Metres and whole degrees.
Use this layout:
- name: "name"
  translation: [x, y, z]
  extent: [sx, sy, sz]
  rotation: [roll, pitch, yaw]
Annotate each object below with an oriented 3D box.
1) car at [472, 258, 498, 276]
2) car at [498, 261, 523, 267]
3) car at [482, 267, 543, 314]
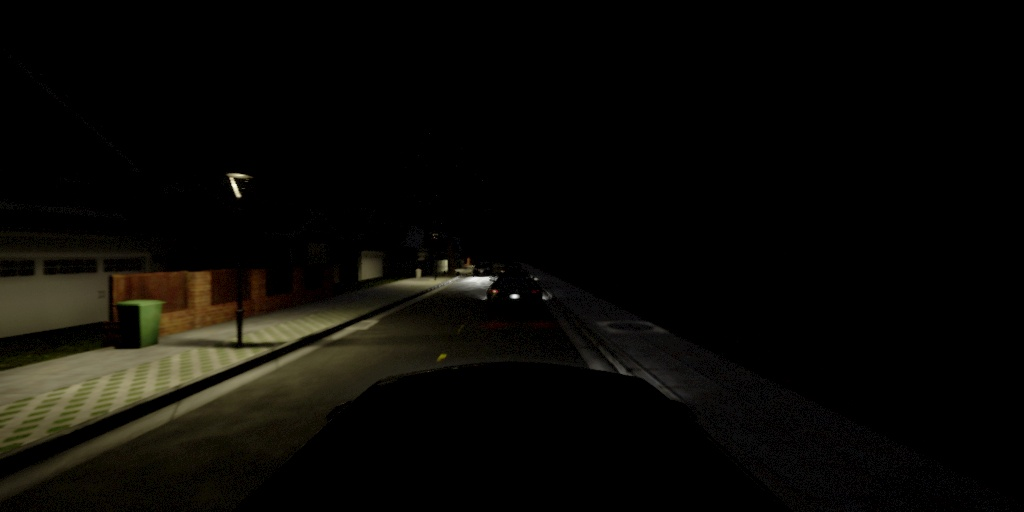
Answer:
- name: "car"
  translation: [-2.903, 1.229, 36.701]
  extent: [2.128, 1.511, 4.902]
  rotation: [0, 0, 0]
- name: "car"
  translation: [0.058, 1.303, 29.098]
  extent: [1.994, 1.385, 4.181]
  rotation: [0, 0, 0]
- name: "car"
  translation: [0.092, 1.307, 13.850]
  extent: [1.994, 1.385, 4.181]
  rotation: [0, 0, 0]
